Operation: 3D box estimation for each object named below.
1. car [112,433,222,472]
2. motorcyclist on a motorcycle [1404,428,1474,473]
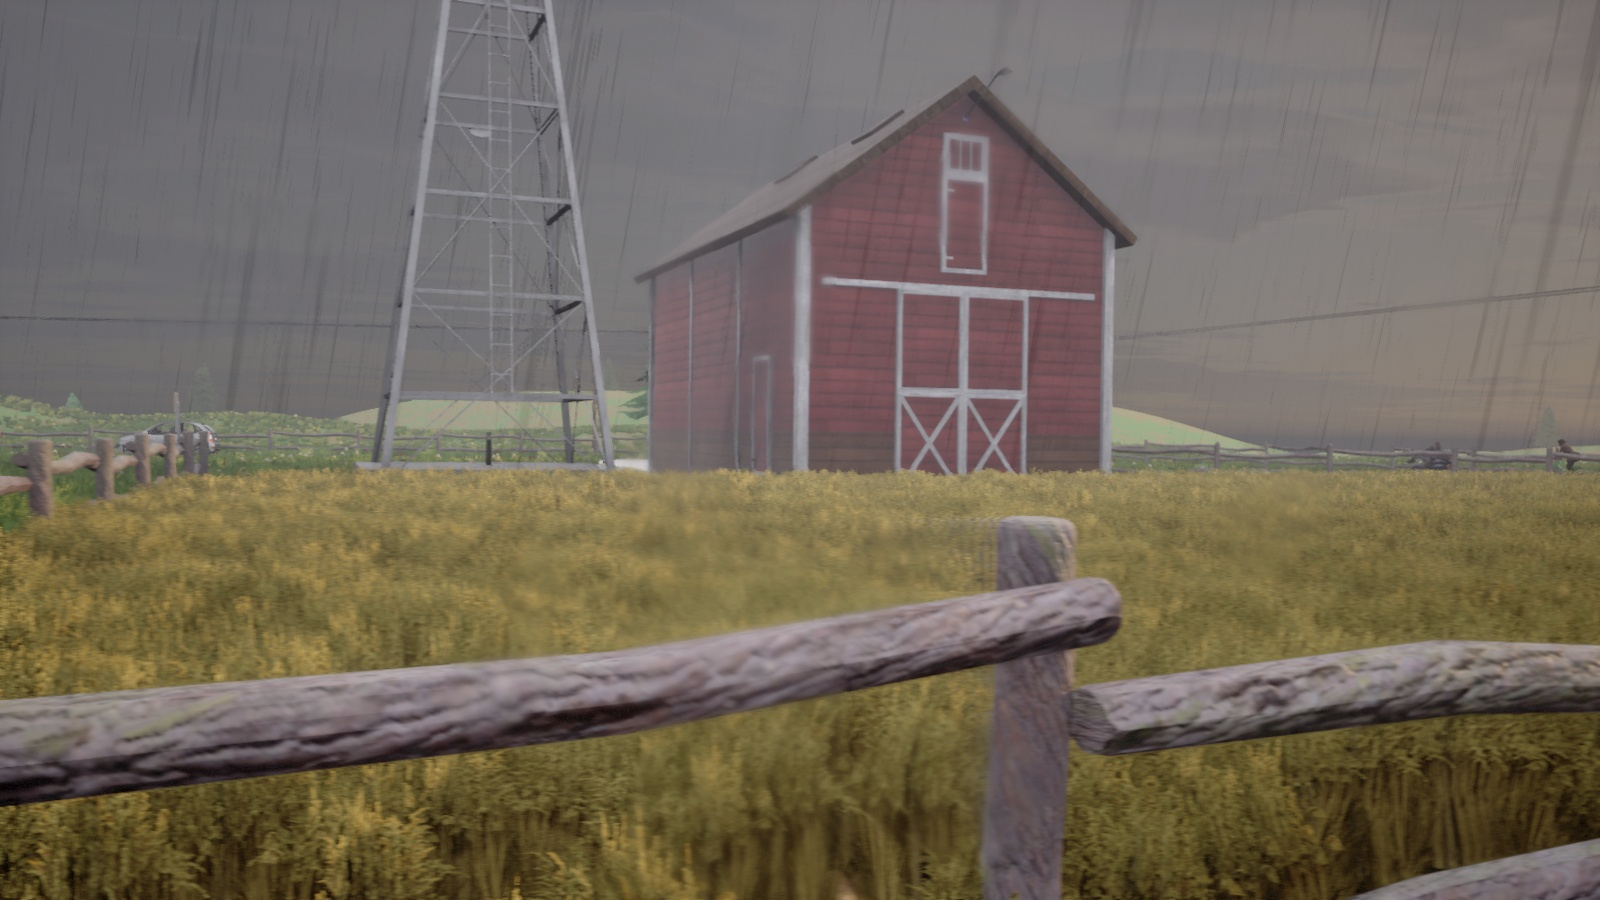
[{"bbox_3d":[-27.590,0.084,54.843,3.988,1.617,1.851,-1,1,-15],"label":"car"},{"bbox_3d":[22.526,-0.009,44.346,0.866,1.530,2.191,-1,1,-21],"label":"motorcyclist on a motorcycle"}]
